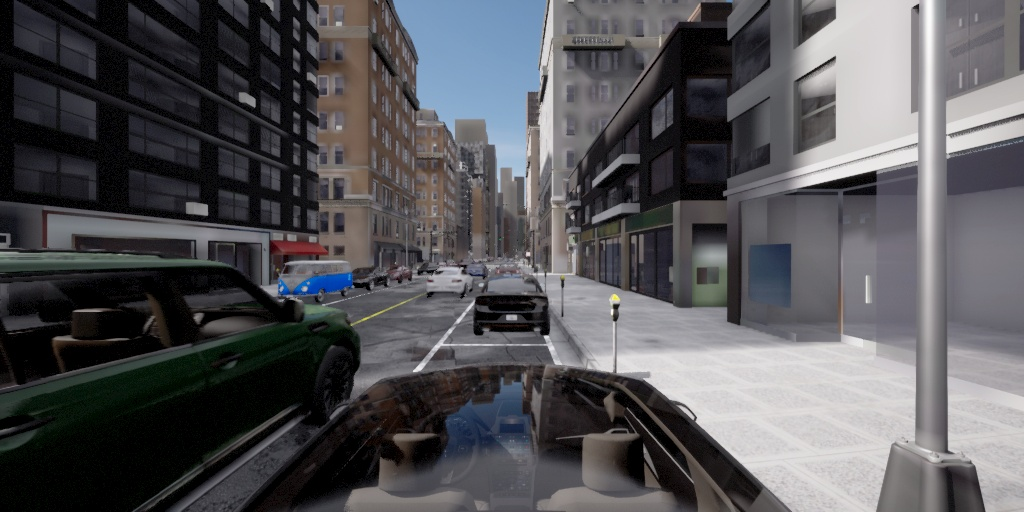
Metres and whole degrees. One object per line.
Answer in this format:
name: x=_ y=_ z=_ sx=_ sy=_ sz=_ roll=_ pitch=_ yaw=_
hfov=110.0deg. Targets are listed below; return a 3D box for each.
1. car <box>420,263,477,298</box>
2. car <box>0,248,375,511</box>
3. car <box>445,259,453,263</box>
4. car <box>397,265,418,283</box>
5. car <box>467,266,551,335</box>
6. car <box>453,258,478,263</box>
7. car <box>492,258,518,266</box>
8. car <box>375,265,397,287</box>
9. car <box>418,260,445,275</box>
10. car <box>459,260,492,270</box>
car: x=-3.121 y=1.277 z=18.494 sx=1.812 sy=1.442 sz=4.674 roll=0 pitch=0 yaw=1
car: x=-3.145 y=0.974 z=2.545 sx=2.150 sy=2.045 sz=5.566 roll=0 pitch=0 yaw=0
car: x=-8.814 y=1.341 z=43.834 sx=1.802 sy=1.307 sz=4.207 roll=0 pitch=0 yaw=0
car: x=-8.813 y=1.335 z=27.331 sx=1.802 sy=1.307 sz=4.207 roll=0 pitch=0 yaw=0
car: x=-0.006 y=1.228 z=10.500 sx=1.882 sy=1.535 sz=5.008 roll=0 pitch=0 yaw=0
car: x=-6.167 y=1.112 z=48.221 sx=2.097 sy=1.767 sz=4.553 roll=0 pitch=0 yaw=0
car: x=-0.288 y=1.193 z=27.330 sx=1.967 sy=1.591 sz=4.097 roll=0 pitch=0 yaw=0
car: x=-8.813 y=1.318 z=21.829 sx=1.948 sy=1.339 sz=4.313 roll=0 pitch=0 yaw=0
car: x=-8.813 y=1.323 z=38.333 sx=1.948 sy=1.339 sz=4.313 roll=0 pitch=0 yaw=0
car: x=-3.136 y=1.302 z=32.109 sx=2.033 sy=1.411 sz=5.357 roll=0 pitch=0 yaw=0
